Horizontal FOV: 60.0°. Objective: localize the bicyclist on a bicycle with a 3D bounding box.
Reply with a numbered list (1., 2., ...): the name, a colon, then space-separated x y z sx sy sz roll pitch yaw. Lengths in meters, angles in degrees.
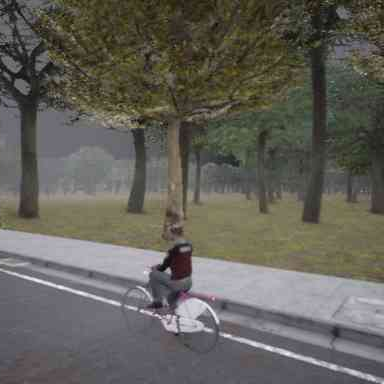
1. bicyclist on a bicycle: -0.404 1.356 4.956 1.843 1.776 0.659 1 0 35
